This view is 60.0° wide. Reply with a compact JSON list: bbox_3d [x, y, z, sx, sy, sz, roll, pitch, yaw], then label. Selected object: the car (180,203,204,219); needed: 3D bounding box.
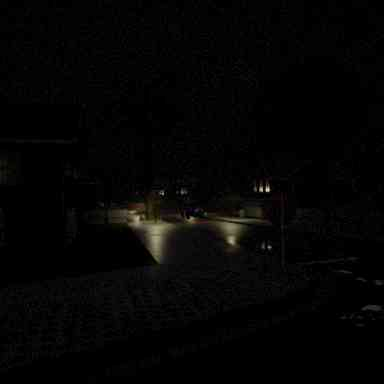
[{"bbox_3d":[-0.051,2.533,44.604,2.150,2.045,5.566,-1,-1,-14],"label":"car"}]
